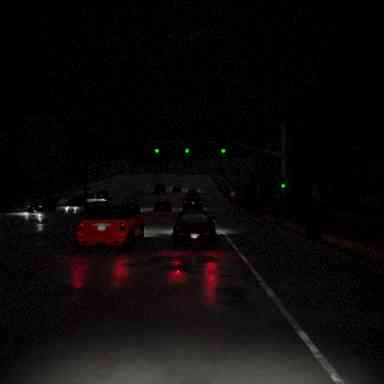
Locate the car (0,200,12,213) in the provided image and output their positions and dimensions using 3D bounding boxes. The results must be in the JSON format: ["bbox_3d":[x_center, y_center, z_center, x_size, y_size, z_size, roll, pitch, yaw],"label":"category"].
[{"bbox_3d":[-21.114,1.591,35.573,1.812,1.442,4.674,0,0,1],"label":"car"}]

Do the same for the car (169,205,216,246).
[{"bbox_3d":[0.098,1.556,15.433,1.812,1.442,4.674,0,0,0],"label":"car"}]

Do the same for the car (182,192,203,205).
[{"bbox_3d":[0.097,1.286,37.579,2.150,2.045,5.566,0,0,0],"label":"car"}]

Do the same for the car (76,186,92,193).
[{"bbox_3d":[-20.931,0.055,64.873,2.150,2.045,5.566,0,6,0],"label":"car"}]

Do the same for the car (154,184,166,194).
[{"bbox_3d":[-6.891,-0.780,72.049,2.150,2.045,5.566,0,7,0],"label":"car"}]

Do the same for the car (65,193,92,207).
[{"bbox_3d":[-17.545,1.395,50.961,2.033,1.411,5.357,0,2,1],"label":"car"}]

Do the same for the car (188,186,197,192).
[{"bbox_3d":[0.113,-0.626,72.840,1.882,1.535,5.008,0,7,0],"label":"car"}]

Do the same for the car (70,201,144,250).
[{"bbox_3d":[-3.403,1.380,14.631,2.097,1.767,4.553,0,0,0],"label":"car"}]

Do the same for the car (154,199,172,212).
[{"bbox_3d":[-3.403,1.544,40.068,1.882,1.535,5.008,0,0,0],"label":"car"}]

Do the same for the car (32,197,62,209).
[{"bbox_3d":[-21.066,1.487,48.577,2.033,1.411,5.357,0,2,1],"label":"car"}]

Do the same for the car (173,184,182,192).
[{"bbox_3d":[-3.371,-0.986,75.753,1.882,1.535,5.008,0,7,0],"label":"car"}]

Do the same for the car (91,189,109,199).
[{"bbox_3d":[-17.444,0.391,64.309,1.837,1.490,4.892,0,6,1],"label":"car"}]

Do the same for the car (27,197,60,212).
[{"bbox_3d":[-17.580,1.570,39.323,1.837,1.490,4.892,0,0,0],"label":"car"}]

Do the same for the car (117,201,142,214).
[{"bbox_3d":[-6.904,1.664,36.960,1.895,1.301,4.718,0,0,0],"label":"car"}]
